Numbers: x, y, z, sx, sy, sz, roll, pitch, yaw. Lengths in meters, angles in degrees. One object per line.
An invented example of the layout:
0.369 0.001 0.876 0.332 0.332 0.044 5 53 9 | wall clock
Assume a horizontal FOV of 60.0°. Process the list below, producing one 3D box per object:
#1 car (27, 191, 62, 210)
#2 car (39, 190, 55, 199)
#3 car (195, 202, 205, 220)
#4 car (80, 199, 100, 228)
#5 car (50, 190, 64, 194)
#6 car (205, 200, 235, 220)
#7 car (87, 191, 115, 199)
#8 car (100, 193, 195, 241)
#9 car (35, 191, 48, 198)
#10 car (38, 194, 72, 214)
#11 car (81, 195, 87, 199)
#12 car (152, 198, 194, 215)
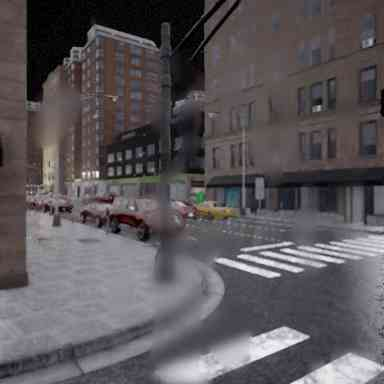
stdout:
-15.154 1.006 34.007 1.967 1.590 4.097 1 0 -36 | car
-30.610 0.435 70.143 2.192 1.841 5.009 1 0 -36 | car
-1.200 1.322 24.376 1.812 1.442 4.674 1 0 -29 | car
-5.564 1.333 20.651 1.887 1.381 4.507 1 0 -36 | car
-24.316 0.759 61.375 1.752 1.417 4.829 1 0 -36 | car
1.266 1.314 25.754 1.752 1.417 4.829 1 0 -36 | car
-11.422 0.813 43.427 2.192 1.841 5.009 1 0 -36 | car
-2.361 1.182 16.198 2.192 1.841 5.009 1 0 -36 | car
-33.910 0.588 74.735 1.752 1.417 4.829 1 0 -36 | car
-11.958 1.182 29.555 1.887 1.381 4.507 1 0 -36 | car
-14.624 0.981 47.880 2.008 1.369 4.403 1 0 -36 | car
-1.833 1.297 30.069 1.802 1.307 4.206 1 0 -36 | car
